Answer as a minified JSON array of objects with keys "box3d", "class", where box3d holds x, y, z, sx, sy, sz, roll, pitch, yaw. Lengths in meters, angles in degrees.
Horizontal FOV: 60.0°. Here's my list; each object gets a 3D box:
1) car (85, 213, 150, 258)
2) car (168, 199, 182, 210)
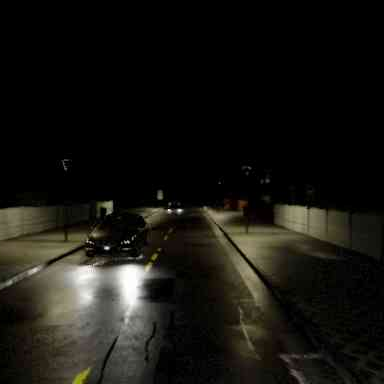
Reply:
[{"box3d":[-2.850,1.655,13.570,1.837,1.490,4.892,0,-1,0],"class":"car"},{"box3d":[-2.813,1.908,54.325,2.097,1.767,4.553,0,-1,0],"class":"car"}]
